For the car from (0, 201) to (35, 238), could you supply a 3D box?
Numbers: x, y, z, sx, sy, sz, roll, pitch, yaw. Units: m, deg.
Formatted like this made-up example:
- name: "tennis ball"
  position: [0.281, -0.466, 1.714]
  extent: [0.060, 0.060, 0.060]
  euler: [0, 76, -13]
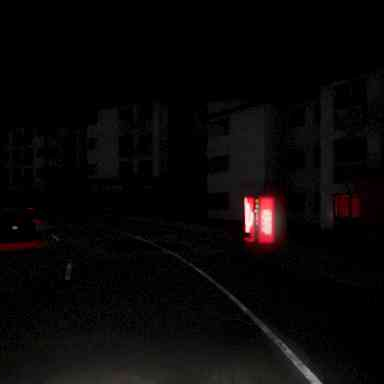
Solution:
- name: "car"
  position: [-9.349, 1.458, 17.024]
  extent: [1.882, 1.535, 5.008]
  euler: [0, 0, -34]

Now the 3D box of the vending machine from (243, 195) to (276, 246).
- name: "vending machine"
  position: [2.878, 1.178, 14.215]
  extent: [1.100, 2.100, 0.880]
  euler: [0, 0, -22]
